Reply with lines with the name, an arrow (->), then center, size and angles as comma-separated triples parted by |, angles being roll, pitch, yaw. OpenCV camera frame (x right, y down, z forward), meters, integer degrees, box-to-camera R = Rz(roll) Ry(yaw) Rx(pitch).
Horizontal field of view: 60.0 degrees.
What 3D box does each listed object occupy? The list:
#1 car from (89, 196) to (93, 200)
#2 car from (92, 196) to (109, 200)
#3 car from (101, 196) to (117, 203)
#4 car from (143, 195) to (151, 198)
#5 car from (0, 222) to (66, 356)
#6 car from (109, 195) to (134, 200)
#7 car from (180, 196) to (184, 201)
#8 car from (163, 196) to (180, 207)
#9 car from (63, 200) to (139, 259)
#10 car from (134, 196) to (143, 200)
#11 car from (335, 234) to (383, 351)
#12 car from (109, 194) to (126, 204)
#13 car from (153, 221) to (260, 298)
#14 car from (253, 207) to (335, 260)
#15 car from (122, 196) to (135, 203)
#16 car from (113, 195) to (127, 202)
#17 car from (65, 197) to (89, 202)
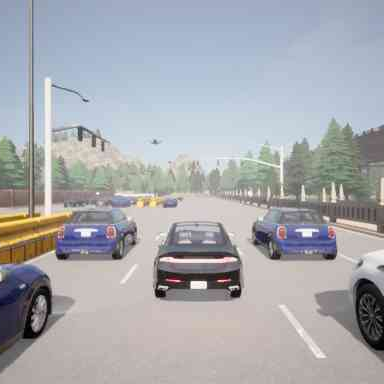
car -> -17.344, 1.505, 58.787 | 1.837, 1.490, 4.892 | 0, 0, 1
car -> -13.870, 1.526, 52.961 | 1.812, 1.442, 4.674 | 0, 0, 1
car -> -17.236, 1.525, 69.213 | 2.128, 1.511, 4.902 | 0, 0, 0
car -> -10.250, 1.491, 67.675 | 2.128, 1.511, 4.902 | 0, 0, 0
car -> -3.384, 1.352, 3.738 | 2.097, 1.767, 4.553 | 0, 0, 0
car -> -10.399, 1.478, 49.246 | 1.882, 1.535, 5.008 | 0, 0, 0
car -> -3.171, 1.595, 85.869 | 1.895, 1.301, 4.718 | 0, 0, 0
car -> -3.216, 1.564, 50.315 | 1.994, 1.385, 4.181 | 0, 0, 0
car -> -3.402, 1.352, 12.655 | 2.097, 1.767, 4.553 | 0, 0, -1
car -> -10.355, 1.526, 58.312 | 1.812, 1.442, 4.674 | 0, 0, 1
car -> 3.615, 1.221, 3.049 | 2.150, 2.045, 5.566 | 0, 0, 0
car -> -13.815, 1.352, 62.105 | 2.097, 1.767, 4.553 | 0, 0, 1
car -> 0.131, 1.492, 8.520 | 2.128, 1.511, 4.902 | 0, 0, 0
car -> 3.645, 1.352, 12.633 | 2.097, 1.767, 4.553 | 0, 0, 0
car -> -13.724, 1.552, 72.124 | 1.994, 1.385, 4.181 | 0, 0, 0
car -> -17.195, 1.540, 79.704 | 2.033, 1.411, 5.357 | 0, 0, 0
car -> -17.417, 1.505, 49.373 | 1.837, 1.490, 4.892 | 0, 0, 1
